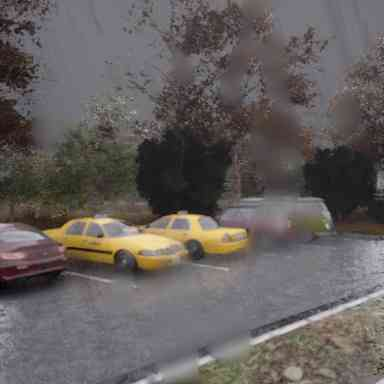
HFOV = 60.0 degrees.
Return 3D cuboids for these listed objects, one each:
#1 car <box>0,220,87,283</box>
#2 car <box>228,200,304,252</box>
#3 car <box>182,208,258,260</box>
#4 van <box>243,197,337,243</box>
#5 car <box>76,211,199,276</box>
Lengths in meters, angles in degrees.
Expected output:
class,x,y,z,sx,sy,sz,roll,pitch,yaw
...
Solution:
class,x,y,z,sx,sy,sz,roll,pitch,yaw
car,-5.181,1.538,8.800,4.674,1.452,2.002,-1,-1,34
car,2.003,1.362,14.044,4.553,1.767,2.185,-1,0,33
car,-0.554,1.491,12.398,5.366,1.575,1.946,-1,0,34
van,4.439,1.257,15.785,4.442,1.987,1.878,-1,-1,33
car,-2.630,1.489,10.443,5.366,1.575,1.946,-1,-1,34
